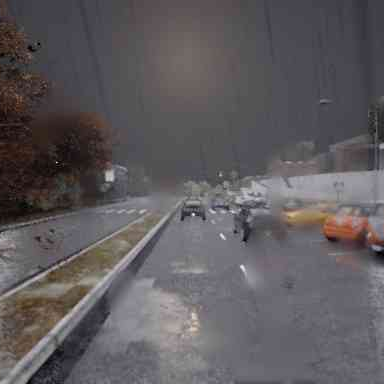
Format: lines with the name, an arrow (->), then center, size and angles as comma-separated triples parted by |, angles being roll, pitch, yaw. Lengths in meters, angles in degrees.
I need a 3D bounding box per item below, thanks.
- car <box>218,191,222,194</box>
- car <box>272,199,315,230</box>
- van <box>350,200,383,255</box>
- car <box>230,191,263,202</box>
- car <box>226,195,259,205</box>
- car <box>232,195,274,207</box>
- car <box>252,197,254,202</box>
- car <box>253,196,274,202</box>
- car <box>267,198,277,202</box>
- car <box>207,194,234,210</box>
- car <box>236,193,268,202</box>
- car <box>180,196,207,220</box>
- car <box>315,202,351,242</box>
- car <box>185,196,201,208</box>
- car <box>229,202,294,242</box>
car -> 7.898, 1.169, 59.035 | 5.366, 1.575, 1.946 | 1, 0, -20
car -> 7.896, 1.381, 20.266 | 5.366, 1.575, 1.946 | 1, 1, -20
van -> 7.965, 1.231, 11.328 | 4.442, 1.987, 1.878 | 1, 1, -20
car -> 8.100, 0.978, 41.221 | 5.566, 2.045, 2.435 | 1, 0, -20
car -> 8.096, 1.219, 53.150 | 4.792, 1.488, 2.163 | 1, 0, -20
car -> 8.076, 1.217, 44.187 | 5.008, 1.535, 2.097 | 1, 0, -20
car -> 8.066, 1.345, 29.281 | 4.674, 1.452, 2.002 | 1, 0, -20
car -> 7.897, 1.325, 26.232 | 5.366, 1.575, 1.946 | 1, 1, -20
car -> 8.096, 1.387, 23.328 | 4.792, 1.488, 2.163 | 1, 0, -20
car -> 3.101, 1.304, 37.659 | 2.033, 1.411, 5.357 | 0, 0, 0
car -> 8.080, 1.247, 38.221 | 4.892, 1.521, 2.231 | 1, 1, -20
car -> 0.100, 1.343, 26.290 | 1.837, 1.490, 4.892 | 0, 1, 0
car -> 8.042, 1.311, 14.356 | 4.553, 1.767, 2.185 | 1, 0, -20
car -> 0.100, 1.294, 42.875 | 1.994, 1.385, 4.181 | 0, 0, 0
car -> 3.100, 1.437, 15.940 | 1.837, 1.490, 4.892 | 0, 0, 0
